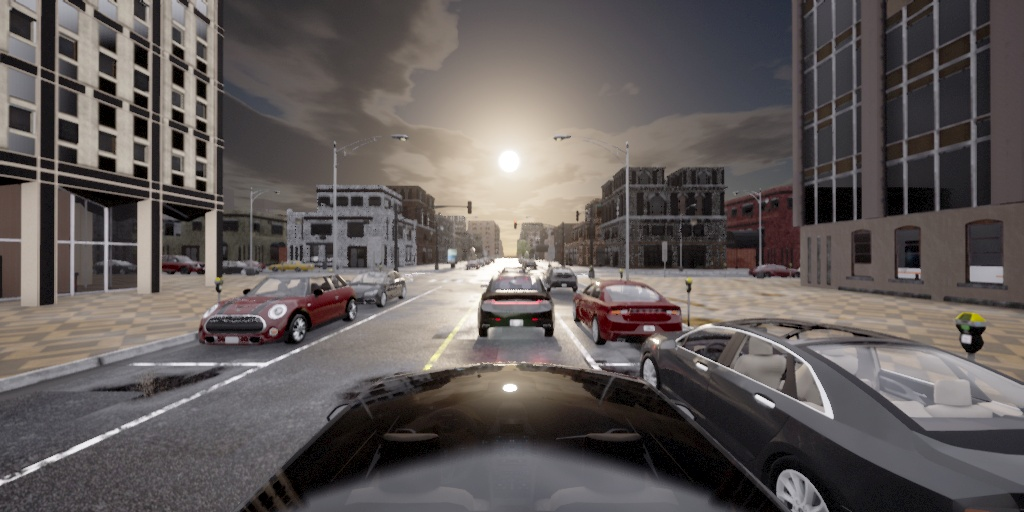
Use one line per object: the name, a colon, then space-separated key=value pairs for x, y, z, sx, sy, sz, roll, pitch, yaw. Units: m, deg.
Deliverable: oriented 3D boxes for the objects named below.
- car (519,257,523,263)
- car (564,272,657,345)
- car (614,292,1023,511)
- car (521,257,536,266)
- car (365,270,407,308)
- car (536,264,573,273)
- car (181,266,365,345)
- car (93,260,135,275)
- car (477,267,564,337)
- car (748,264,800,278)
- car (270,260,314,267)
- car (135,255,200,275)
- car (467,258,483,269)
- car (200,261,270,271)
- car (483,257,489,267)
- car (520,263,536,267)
car: x=2.667 y=1.241 z=64.079 sx=1.802 sy=1.307 sz=4.207 roll=0 pitch=0 yaw=0
car: x=2.687 y=1.284 z=9.262 sx=1.888 sy=1.381 sz=4.507 roll=0 pitch=0 yaw=0
car: x=2.690 y=1.298 z=3.570 sx=2.007 sy=1.370 sz=4.403 roll=0 pitch=0 yaw=0
car: x=2.671 y=1.240 z=53.036 sx=1.948 sy=1.339 sz=4.313 roll=0 pitch=0 yaw=0
car: x=-5.695 y=1.281 z=14.968 sx=2.007 sy=1.370 sz=4.403 roll=0 pitch=0 yaw=0
car: x=2.683 y=1.272 z=20.646 sx=2.007 sy=1.370 sz=4.403 roll=0 pitch=0 yaw=0
car: x=-5.693 y=1.178 z=9.276 sx=1.967 sy=1.591 sz=4.097 roll=0 pitch=0 yaw=0
car: x=-36.500 y=1.080 z=33.205 sx=4.403 sy=1.370 sz=2.007 roll=0 pitch=0 yaw=1
car: x=0.098 y=1.229 z=10.169 sx=2.128 sy=1.511 sz=4.902 roll=0 pitch=0 yaw=0
car: x=23.631 y=1.384 z=32.267 sx=4.207 sy=1.307 sz=1.802 roll=0 pitch=0 yaw=1
car: x=-25.469 y=1.134 z=41.421 sx=4.829 sy=1.417 sz=1.751 roll=0 pitch=0 yaw=1
car: x=-30.963 y=0.867 z=33.122 sx=5.009 sy=1.841 sz=2.192 roll=0 pitch=0 yaw=1
car: x=-5.709 y=1.256 z=53.046 sx=1.802 sy=1.307 sz=4.207 roll=0 pitch=0 yaw=0
car: x=-25.427 y=1.127 z=33.039 sx=4.403 sy=1.370 sz=2.007 roll=0 pitch=0 yaw=1
car: x=-5.714 y=1.209 z=64.090 sx=2.007 sy=1.370 sz=4.403 roll=0 pitch=0 yaw=0
car: x=0.092 y=1.286 z=20.592 sx=1.994 sy=1.385 sz=4.181 roll=0 pitch=0 yaw=0
